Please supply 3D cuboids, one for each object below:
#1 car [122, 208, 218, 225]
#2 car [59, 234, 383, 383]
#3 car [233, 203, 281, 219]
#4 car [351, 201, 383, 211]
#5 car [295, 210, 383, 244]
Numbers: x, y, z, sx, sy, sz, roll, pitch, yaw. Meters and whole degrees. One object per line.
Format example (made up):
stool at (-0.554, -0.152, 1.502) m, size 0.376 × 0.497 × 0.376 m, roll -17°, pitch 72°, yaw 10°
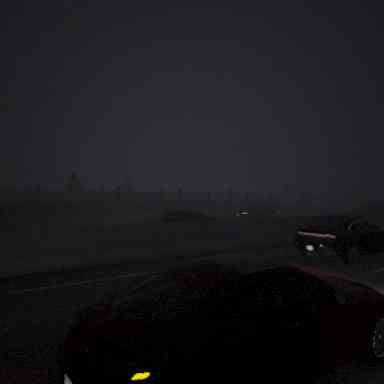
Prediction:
car at (-0.985, 1.569, 16.174) m, size 5.008 × 1.535 × 1.882 m, roll 1°, pitch 0°, yaw -35°
car at (0.786, 1.558, 4.305) m, size 4.674 × 1.442 × 1.812 m, roll 1°, pitch 0°, yaw -36°
car at (5.829, 1.738, 29.584) m, size 4.892 × 1.490 × 1.837 m, roll 1°, pitch -1°, yaw -35°
car at (18.681, 1.934, 34.388) m, size 5.566 × 2.045 × 2.150 m, roll 4°, pitch -3°, yaw -35°
car at (5.791, 1.615, 12.175) m, size 4.902 × 1.511 × 2.128 m, roll 1°, pitch 0°, yaw -35°
